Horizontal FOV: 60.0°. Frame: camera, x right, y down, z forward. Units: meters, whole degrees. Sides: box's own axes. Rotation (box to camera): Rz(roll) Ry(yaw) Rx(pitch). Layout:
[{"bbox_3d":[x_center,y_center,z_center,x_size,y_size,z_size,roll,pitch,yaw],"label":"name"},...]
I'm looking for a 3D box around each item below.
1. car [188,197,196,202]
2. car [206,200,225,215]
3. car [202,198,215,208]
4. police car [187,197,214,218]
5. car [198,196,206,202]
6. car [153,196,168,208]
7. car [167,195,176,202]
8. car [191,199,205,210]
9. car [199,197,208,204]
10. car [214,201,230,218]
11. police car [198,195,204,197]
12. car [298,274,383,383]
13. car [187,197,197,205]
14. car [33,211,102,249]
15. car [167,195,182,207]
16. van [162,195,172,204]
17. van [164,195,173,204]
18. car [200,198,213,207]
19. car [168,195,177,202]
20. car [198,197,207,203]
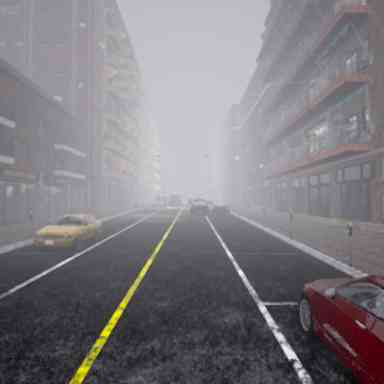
[{"bbox_3d":[-0.026,1.821,82.716,1.895,1.301,4.718,0,0,0],"label":"car"},{"bbox_3d":[2.573,1.655,37.168,1.752,1.417,4.829,1,0,0],"label":"car"},{"bbox_3d":[2.567,1.756,53.588,1.887,1.381,4.507,1,0,0],"label":"car"},{"bbox_3d":[0.702,1.528,31.243,1.930,1.638,5.238,0,0,0],"label":"police car"},{"bbox_3d":[2.566,1.855,86.774,1.967,1.590,4.097,1,0,0],"label":"car"},{"bbox_3d":[-5.313,1.736,53.479,1.752,1.417,4.829,2,0,0],"label":"car"},{"bbox_3d":[-5.319,1.730,86.832,2.192,1.841,5.009,1,0,0],"label":"car"},{"bbox_3d":[0.810,1.703,47.137,1.812,1.442,4.674,0,0,0],"label":"car"},{"bbox_3d":[2.560,1.884,75.711,1.887,1.381,4.507,1,0,0],"label":"car"},{"bbox_3d":[2.574,1.649,31.466,1.887,1.381,4.507,1,0,0],"label":"car"},{"bbox_3d":[0.812,1.573,41.245,1.930,1.638,5.238,0,0,0],"label":"police car"},{"bbox_3d":[2.583,1.593,3.816,1.802,1.307,4.206,1,0,0],"label":"car"},{"bbox_3d":[-0.021,1.777,67.679,1.837,1.490,4.892,0,0,0],"label":"car"},{"bbox_3d":[-5.299,1.568,14.772,1.752,1.417,4.829,2,0,0],"label":"car"},{"bbox_3d":[-2.827,1.451,57.151,2.150,2.045,5.566,0,0,1],"label":"car"},{"bbox_3d":[-5.313,1.645,70.240,1.690,1.788,3.998,2,0,0],"label":"van"},{"bbox_3d":[-5.316,1.681,75.772,1.690,1.788,3.998,1,0,0],"label":"van"},{"bbox_3d":[2.565,1.791,59.120,2.008,1.369,4.403,1,0,0],"label":"car"},{"bbox_3d":[-5.320,1.769,92.362,2.192,1.841,5.009,1,0,0],"label":"car"},{"bbox_3d":[2.558,1.921,81.241,1.887,1.381,4.507,1,0,0],"label":"car"}]
